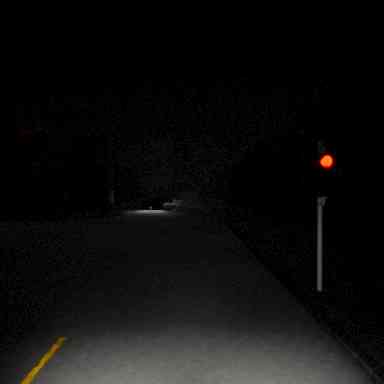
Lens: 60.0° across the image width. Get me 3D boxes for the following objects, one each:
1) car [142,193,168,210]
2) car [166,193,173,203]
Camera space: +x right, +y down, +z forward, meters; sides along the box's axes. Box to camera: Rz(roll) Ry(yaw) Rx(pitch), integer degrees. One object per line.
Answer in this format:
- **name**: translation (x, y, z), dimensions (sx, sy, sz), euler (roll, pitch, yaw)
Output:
- **car**: translation (-4.087, 1.145, 35.709), dimensions (2.033, 1.411, 5.357), euler (0, 1, 0)
- **car**: translation (-4.052, 0.945, 51.570), dimensions (1.812, 1.442, 4.674), euler (0, 0, 0)
